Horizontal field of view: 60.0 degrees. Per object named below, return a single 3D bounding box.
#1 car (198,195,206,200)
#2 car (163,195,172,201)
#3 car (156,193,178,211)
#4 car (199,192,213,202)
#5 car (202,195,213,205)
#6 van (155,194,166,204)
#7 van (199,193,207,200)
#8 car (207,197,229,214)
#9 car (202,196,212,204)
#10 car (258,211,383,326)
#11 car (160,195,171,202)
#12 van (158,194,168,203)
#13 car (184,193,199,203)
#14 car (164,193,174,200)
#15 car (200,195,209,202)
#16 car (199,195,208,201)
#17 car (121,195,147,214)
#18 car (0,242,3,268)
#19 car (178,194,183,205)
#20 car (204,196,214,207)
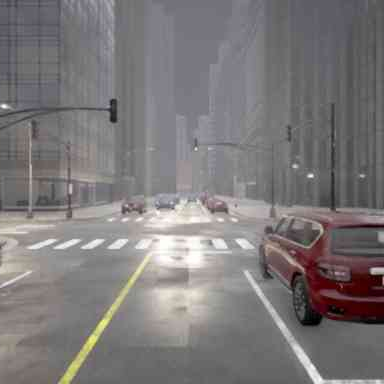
[{"bbox_3d":[2.761,1.409,90.006,1.947,1.339,4.313,0,0,0],"label":"car"},{"bbox_3d":[-5.764,1.425,78.753,1.947,1.339,4.313,0,0,0],"label":"car"},{"bbox_3d":[-3.088,1.272,39.779,2.097,1.767,4.553,0,0,0],"label":"car"},{"bbox_3d":[2.762,1.208,56.296,2.192,1.841,5.009,0,0,0],"label":"car"},{"bbox_3d":[2.762,1.456,45.060,1.887,1.381,4.507,0,0,0],"label":"car"},{"bbox_3d":[-5.763,1.225,61.896,1.690,1.788,3.998,0,0,0],"label":"van"},{"bbox_3d":[2.761,1.192,84.388,1.690,1.788,3.998,0,0,0],"label":"van"},{"bbox_3d":[2.762,1.512,33.823,1.802,1.307,4.206,0,0,0],"label":"car"},{"bbox_3d":[2.762,1.466,61.915,1.802,1.307,4.206,0,0,0],"label":"car"},{"bbox_3d":[2.764,1.299,6.968,2.192,1.841,5.009,0,0,0],"label":"car"},{"bbox_3d":[-5.763,1.417,73.134,2.008,1.369,4.403,0,0,0],"label":"car"},{"bbox_3d":[-5.763,1.216,67.515,1.690,1.788,3.998,0,0,0],"label":"van"},{"bbox_3d":[-0.001,1.428,64.057,2.033,1.411,5.357,0,0,0],"label":"car"},{"bbox_3d":[-5.764,1.166,84.372,2.192,1.841,5.009,0,0,0],"label":"car"},{"bbox_3d":[2.762,1.432,73.151,1.947,1.339,4.313,0,0,0],"label":"car"},{"bbox_3d":[2.761,1.403,78.770,1.887,1.381,4.507,0,0,0],"label":"car"},{"bbox_3d":[-5.762,1.246,33.803,2.192,1.841,5.009,0,0,0],"label":"car"},{"bbox_3d":[-5.762,1.535,6.949,2.008,1.369,4.403,0,0,0],"label":"car"},{"bbox_3d":[-3.042,1.439,56.817,2.033,1.411,5.357,0,0,1],"label":"car"},{"bbox_3d":[2.762,1.503,39.441,1.802,1.307,4.206,0,0,0],"label":"car"}]
